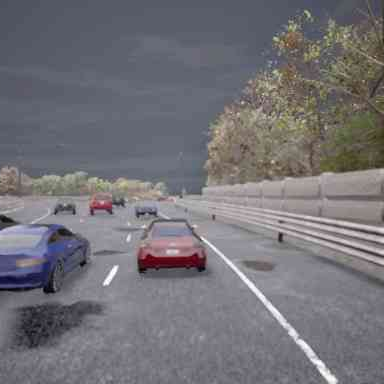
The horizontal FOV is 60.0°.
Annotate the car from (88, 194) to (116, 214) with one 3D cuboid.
[{"bbox_3d":[-9.889,1.260,35.904,2.150,2.045,5.566,0,0,-19],"label":"car"}]

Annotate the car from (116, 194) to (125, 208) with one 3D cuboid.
[{"bbox_3d":[-11.396,1.267,48.575,2.150,2.045,5.566,0,0,-26],"label":"car"}]

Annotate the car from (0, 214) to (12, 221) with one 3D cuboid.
[{"bbox_3d":[-7.963,1.556,12.997,1.812,1.442,4.674,0,0,-7],"label":"car"}]

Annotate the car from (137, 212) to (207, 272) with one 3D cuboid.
[{"bbox_3d":[-0.719,1.567,10.883,1.994,1.385,4.181,0,0,-6],"label":"car"}]

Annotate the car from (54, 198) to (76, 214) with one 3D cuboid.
[{"bbox_3d":[-13.807,1.405,36.320,2.097,1.767,4.553,0,0,-20],"label":"car"}]

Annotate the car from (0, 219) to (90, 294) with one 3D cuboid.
[{"bbox_3d":[-3.996,1.541,8.632,1.812,1.442,4.674,0,0,-5],"label":"car"}]

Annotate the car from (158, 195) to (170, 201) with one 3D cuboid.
[{"bbox_3d":[-7.359,1.596,82.882,1.837,1.490,4.892,0,-1,3],"label":"car"}]

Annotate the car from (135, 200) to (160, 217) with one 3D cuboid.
[{"bbox_3d":[-4.322,1.619,31.027,1.895,1.301,4.718,0,0,-11],"label":"car"}]
